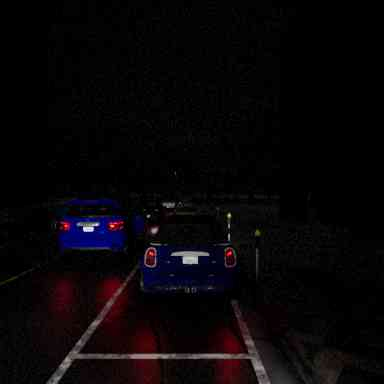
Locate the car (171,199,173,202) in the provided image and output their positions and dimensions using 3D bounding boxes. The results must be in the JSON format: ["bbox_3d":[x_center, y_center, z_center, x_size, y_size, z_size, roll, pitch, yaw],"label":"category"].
[{"bbox_3d":[-3.057,1.611,44.132,1.895,1.301,4.718,0,0,0],"label":"car"}]

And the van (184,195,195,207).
[{"bbox_3d":[-0.384,1.355,50.761,1.690,1.788,3.998,0,0,0],"label":"van"}]

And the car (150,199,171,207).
[{"bbox_3d":[-3.068,1.496,26.052,2.128,1.511,4.902,0,0,0],"label":"car"}]

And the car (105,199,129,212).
[{"bbox_3d":[-8.909,1.534,39.716,1.752,1.417,4.829,0,0,0],"label":"car"}]

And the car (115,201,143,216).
[{"bbox_3d":[-6.238,1.606,33.421,1.895,1.301,4.718,0,0,0],"label":"car"}]

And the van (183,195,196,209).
[{"bbox_3d":[-0.384,1.352,45.324,1.690,1.788,3.998,0,0,0],"label":"van"}]

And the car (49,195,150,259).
[{"bbox_3d":[-3.143,1.220,12.712,2.150,2.045,5.566,0,0,0],"label":"car"}]

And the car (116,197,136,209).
[{"bbox_3d":[-8.910,1.451,45.324,1.967,1.590,4.097,0,0,0],"label":"car"}]

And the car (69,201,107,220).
[{"bbox_3d":[-8.909,1.529,28.841,1.752,1.417,4.829,0,0,0],"label":"car"}]

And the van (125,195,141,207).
[{"bbox_3d":[-8.910,1.355,50.762,1.690,1.788,3.998,0,0,0],"label":"van"}]

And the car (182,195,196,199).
[{"bbox_3d":[-0.384,1.446,34.448,1.967,1.590,4.097,0,0,0],"label":"car"}]

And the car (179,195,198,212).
[{"bbox_3d":[-0.384,1.324,39.886,2.192,1.841,5.009,0,0,0],"label":"car"}]

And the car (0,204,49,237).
[{"bbox_3d":[-8.909,1.567,18.136,1.947,1.339,4.313,0,0,0],"label":"car"}]

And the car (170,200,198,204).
[{"bbox_3d":[-0.384,1.528,23.743,1.752,1.417,4.829,0,0,0],"label":"car"}]

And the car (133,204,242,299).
[{"bbox_3d":[-0.032,1.353,8.620,2.097,1.767,4.553,0,0,0],"label":"car"}]

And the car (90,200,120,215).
[{"bbox_3d":[-8.909,1.572,34.448,1.947,1.339,4.313,0,0,0],"label":"car"}]
